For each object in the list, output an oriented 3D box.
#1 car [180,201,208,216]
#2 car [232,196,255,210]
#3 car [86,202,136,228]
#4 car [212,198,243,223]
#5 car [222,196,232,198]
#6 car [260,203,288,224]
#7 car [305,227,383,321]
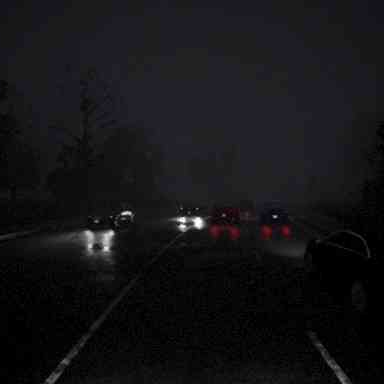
[{"bbox_3d":[0.241,1.576,32.175,1.895,1.301,4.718,0,0,13],"label":"car"},{"bbox_3d":[6.859,1.481,42.372,2.128,1.511,4.902,0,0,17],"label":"car"},{"bbox_3d":[-5.231,1.460,21.971,2.128,1.511,4.902,0,0,9],"label":"car"},{"bbox_3d":[2.642,1.467,25.395,1.882,1.535,5.008,0,0,10],"label":"car"},{"bbox_3d":[6.615,1.440,61.940,1.882,1.535,5.008,0,0,24],"label":"car"},{"bbox_3d":[6.139,1.526,25.165,1.812,1.442,4.674,0,0,10],"label":"car"},{"bbox_3d":[3.928,1.495,7.228,2.128,1.511,4.902,0,0,3],"label":"car"}]
